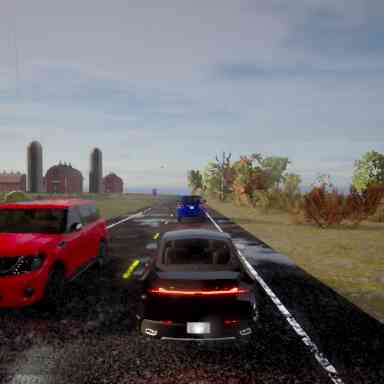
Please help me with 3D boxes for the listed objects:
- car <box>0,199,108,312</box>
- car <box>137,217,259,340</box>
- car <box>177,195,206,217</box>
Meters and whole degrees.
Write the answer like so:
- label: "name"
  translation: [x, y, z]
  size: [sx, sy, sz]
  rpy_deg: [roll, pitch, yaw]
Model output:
- label: "car"
  translation: [-3.618, 1.220, 8.052]
  size: [2.150, 2.045, 5.566]
  rpy_deg: [0, 0, 0]
- label: "car"
  translation: [0.083, 1.504, 6.710]
  size: [1.837, 1.490, 4.892]
  rpy_deg: [0, 0, 0]
- label: "car"
  translation: [-0.033, 1.220, 26.430]
  size: [2.150, 2.045, 5.566]
  rpy_deg: [0, 0, -1]
